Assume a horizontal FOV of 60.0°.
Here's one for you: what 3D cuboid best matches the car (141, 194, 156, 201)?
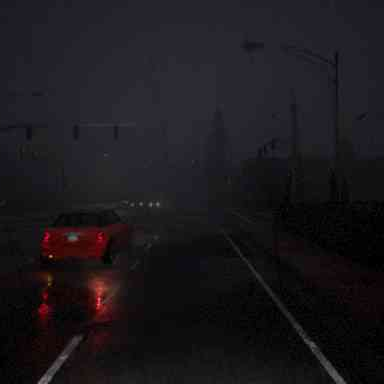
[{"bbox_3d":[-11.094,1.389,84.059,1.837,1.490,4.892,0,0,-35],"label":"car"}]

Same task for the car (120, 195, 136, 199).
[{"bbox_3d":[-17.646,1.367,91.923,4.718,1.301,1.895,0,0,43],"label":"car"}]

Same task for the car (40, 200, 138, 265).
[{"bbox_3d":[-3.440,1.340,11.762,2.097,1.767,4.553,0,0,0],"label":"car"}]

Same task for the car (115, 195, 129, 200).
[{"bbox_3d":[-16.937,1.420,80.212,2.128,1.511,4.902,0,0,-32],"label":"car"}]

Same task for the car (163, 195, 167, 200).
[{"bbox_3d":[-8.252,1.411,86.098,2.128,1.511,4.902,0,0,-35],"label":"car"}]

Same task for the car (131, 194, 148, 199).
[{"bbox_3d":[-14.828,1.252,94.069,4.902,1.511,2.128,0,0,43],"label":"car"}]

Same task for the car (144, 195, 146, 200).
[{"bbox_3d":[-13.834,1.392,81.854,1.837,1.490,4.892,0,0,-32],"label":"car"}]

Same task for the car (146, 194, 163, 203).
[{"bbox_3d":[-7.703,1.509,67.295,1.895,1.301,4.718,0,0,-12],"label":"car"}]

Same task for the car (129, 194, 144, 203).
[{"bbox_3d":[-10.914,1.392,65.435,1.882,1.535,5.008,0,0,-10],"label":"car"}]
